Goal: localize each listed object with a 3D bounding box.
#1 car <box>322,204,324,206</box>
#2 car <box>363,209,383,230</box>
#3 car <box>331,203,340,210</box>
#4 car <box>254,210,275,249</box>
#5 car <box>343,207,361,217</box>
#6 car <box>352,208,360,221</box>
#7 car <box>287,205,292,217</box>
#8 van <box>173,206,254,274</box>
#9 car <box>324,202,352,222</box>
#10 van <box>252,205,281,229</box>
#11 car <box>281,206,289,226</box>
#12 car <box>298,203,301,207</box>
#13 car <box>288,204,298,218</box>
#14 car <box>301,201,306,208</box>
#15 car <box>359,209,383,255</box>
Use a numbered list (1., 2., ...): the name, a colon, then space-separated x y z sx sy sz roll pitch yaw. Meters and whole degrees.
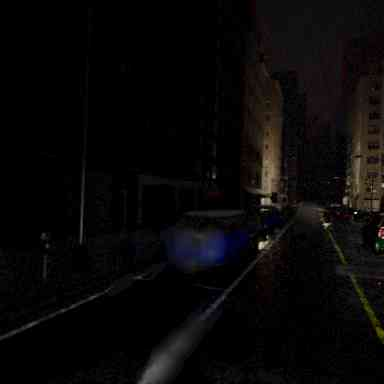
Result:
1. car: 20.352 2.819 48.565 1.994 1.385 4.181 2 -1 20
2. car: 16.231 2.337 28.755 1.967 1.590 4.097 2 -1 20
3. car: 36.343 3.698 84.306 1.967 1.590 4.097 2 -1 20
4. car: 2.607 1.809 16.138 2.008 1.369 4.403 2 -1 20
5. car: 23.704 2.957 49.444 1.947 1.339 4.313 2 -1 20
6. car: 19.966 2.694 39.099 2.008 1.369 4.403 2 -1 20
7. car: 8.215 2.207 31.656 1.802 1.307 4.206 2 -1 20
8. van: 0.745 1.478 10.969 1.690 1.788 3.998 2 -1 20
9. car: 16.578 2.356 37.993 2.097 1.767 4.553 2 -1 20
10. van: 4.484 1.721 21.313 1.690 1.788 3.998 2 -1 20
11. car: 6.345 2.068 26.483 1.947 1.339 4.313 2 -1 20
12. car: 15.697 2.558 52.347 1.967 1.590 4.097 2 -1 20
13. car: 11.954 2.437 42.001 1.947 1.339 4.313 2 -1 20
14. car: 28.331 3.568 87.219 1.802 1.307 4.206 2 -1 20
15. car: 9.346 1.855 15.449 2.097 1.767 4.553 2 -1 20
